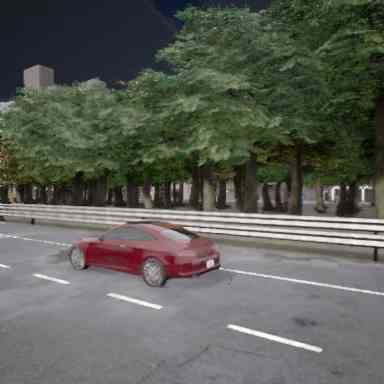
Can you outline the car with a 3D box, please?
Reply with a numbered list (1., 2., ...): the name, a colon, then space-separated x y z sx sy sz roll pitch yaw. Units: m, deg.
1. car: -1.440 1.528 9.199 4.674 1.442 1.812 0 0 36
